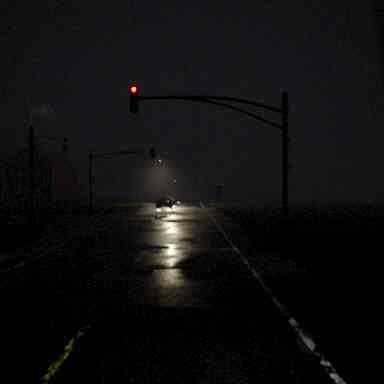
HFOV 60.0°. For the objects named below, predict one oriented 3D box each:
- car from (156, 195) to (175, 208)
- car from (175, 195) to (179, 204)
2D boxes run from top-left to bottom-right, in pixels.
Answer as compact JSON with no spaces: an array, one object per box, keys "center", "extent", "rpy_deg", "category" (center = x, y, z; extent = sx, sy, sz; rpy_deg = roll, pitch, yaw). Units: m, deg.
[{"center":[-3.691,1.463,44.763],"extent":[1.994,1.385,4.181],"rpy_deg":[0,0,0],"category":"car"},{"center":[-3.703,1.392,56.255],"extent":[1.812,1.442,4.674],"rpy_deg":[0,1,0],"category":"car"}]
